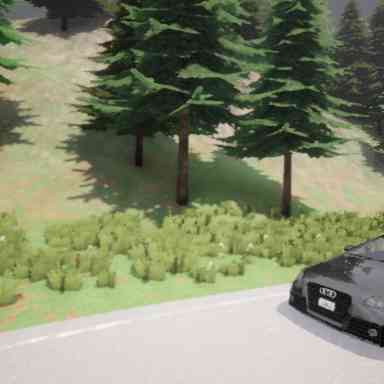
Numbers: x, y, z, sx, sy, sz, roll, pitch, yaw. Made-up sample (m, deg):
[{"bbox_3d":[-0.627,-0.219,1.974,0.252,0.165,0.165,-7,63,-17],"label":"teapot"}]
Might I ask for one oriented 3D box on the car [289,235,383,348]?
[{"bbox_3d":[3.769,1.496,5.819,4.181,1.385,1.994,1,1,-27],"label":"car"}]
